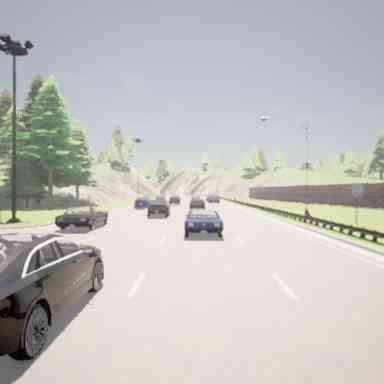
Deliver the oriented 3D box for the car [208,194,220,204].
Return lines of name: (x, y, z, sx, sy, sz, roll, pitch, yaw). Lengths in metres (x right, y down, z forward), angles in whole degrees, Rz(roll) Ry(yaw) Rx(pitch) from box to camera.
car: (4.074, 1.409, 61.417, 1.994, 1.385, 4.181, 0, 0, 0)

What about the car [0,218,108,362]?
car: (-2.970, 1.466, 5.845, 2.128, 1.511, 4.902, 0, 0, 0)

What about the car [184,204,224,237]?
car: (0.561, 1.555, 17.671, 1.895, 1.301, 4.718, 0, 0, 0)

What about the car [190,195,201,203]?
car: (0.678, 1.379, 63.446, 2.033, 1.411, 5.357, 0, 0, 0)

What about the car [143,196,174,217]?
car: (-2.907, 1.414, 30.008, 1.837, 1.490, 4.892, 0, 0, 0)

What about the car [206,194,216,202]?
car: (4.101, 1.210, 71.457, 1.882, 1.535, 5.008, 0, 0, 0)

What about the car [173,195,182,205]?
car: (-2.842, 1.347, 55.266, 1.837, 1.490, 4.892, 0, 0, 0)

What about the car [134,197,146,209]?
car: (-6.371, 1.342, 43.939, 1.882, 1.535, 5.008, 0, 0, 0)

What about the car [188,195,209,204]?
car: (0.619, 1.386, 40.039, 2.128, 1.511, 4.902, 0, 0, 0)

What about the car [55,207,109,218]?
car: (-6.433, 1.529, 20.079, 1.895, 1.301, 4.718, 0, 0, 0)
